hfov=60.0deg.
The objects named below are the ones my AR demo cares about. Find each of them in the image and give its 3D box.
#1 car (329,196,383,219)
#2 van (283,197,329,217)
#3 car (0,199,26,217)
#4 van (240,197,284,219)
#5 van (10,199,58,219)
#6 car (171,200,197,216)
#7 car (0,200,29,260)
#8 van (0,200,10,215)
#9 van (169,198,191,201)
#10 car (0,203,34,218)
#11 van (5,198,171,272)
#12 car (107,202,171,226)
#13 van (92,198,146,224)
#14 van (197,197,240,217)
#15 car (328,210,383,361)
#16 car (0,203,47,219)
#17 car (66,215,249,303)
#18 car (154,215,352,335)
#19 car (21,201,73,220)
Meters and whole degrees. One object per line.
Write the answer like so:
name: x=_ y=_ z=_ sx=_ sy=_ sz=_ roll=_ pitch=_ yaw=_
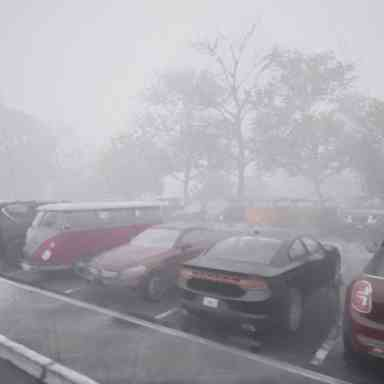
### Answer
car: x=9.334 y=1.250 z=17.606 sx=2.435 sy=2.045 sz=5.566 roll=0 pitch=0 yaw=36
van: x=7.168 y=1.292 z=19.339 sx=1.878 sy=1.987 sz=4.442 roll=0 pitch=0 yaw=36
car: x=-24.267 y=2.017 z=41.794 sx=2.435 sy=2.045 sz=5.566 roll=-2 pitch=-1 yaw=36
van: x=5.019 y=1.307 z=20.881 sx=1.878 sy=1.987 sz=4.442 roll=0 pitch=0 yaw=36
van: x=-17.467 y=1.852 z=37.023 sx=1.878 sy=1.987 sz=4.442 roll=-2 pitch=-1 yaw=36
car: x=0.470 y=1.592 z=24.009 sx=2.097 sy=1.535 sz=5.008 roll=-2 pitch=-1 yaw=36
car: x=-5.033 y=1.300 z=11.887 sx=2.435 sy=2.045 sz=5.566 roll=0 pitch=0 yaw=36
van: x=-26.562 y=2.123 z=43.552 sx=1.878 sy=1.987 sz=4.442 roll=-2 pitch=-1 yaw=36
van: x=-1.855 y=1.427 z=25.528 sx=1.878 sy=1.987 sz=4.442 roll=-2 pitch=-1 yaw=36
car: x=-22.137 y=2.199 z=40.003 sx=1.946 sy=1.575 sz=5.366 roll=-2 pitch=-1 yaw=36
van: x=-2.862 y=1.309 z=10.150 sx=1.878 sy=1.987 sz=4.442 roll=0 pitch=0 yaw=36
car: x=-4.139 y=1.711 z=27.084 sx=1.946 sy=1.575 sz=5.366 roll=-2 pitch=-1 yaw=36
van: x=-6.218 y=1.549 z=28.948 sx=1.878 sy=1.987 sz=4.442 roll=-2 pitch=-1 yaw=36
van: x=2.524 y=1.324 z=22.385 sx=1.878 sy=1.987 sz=4.442 roll=-1 pitch=-1 yaw=36
car: x=3.954 y=1.361 z=5.362 sx=2.185 sy=1.767 sz=4.553 roll=0 pitch=0 yaw=36
car: x=-19.786 y=2.140 z=38.535 sx=2.231 sy=1.521 sz=4.892 roll=-2 pitch=-1 yaw=36
car: x=-0.536 y=1.559 z=8.627 sx=2.002 sy=1.452 sz=4.674 roll=0 pitch=0 yaw=36
car: x=1.714 y=1.502 z=7.002 sx=2.097 sy=1.535 sz=5.008 roll=0 pitch=0 yaw=36
car: x=-15.303 y=1.892 z=35.286 sx=2.185 sy=1.767 sz=4.553 roll=-2 pitch=-1 yaw=36
